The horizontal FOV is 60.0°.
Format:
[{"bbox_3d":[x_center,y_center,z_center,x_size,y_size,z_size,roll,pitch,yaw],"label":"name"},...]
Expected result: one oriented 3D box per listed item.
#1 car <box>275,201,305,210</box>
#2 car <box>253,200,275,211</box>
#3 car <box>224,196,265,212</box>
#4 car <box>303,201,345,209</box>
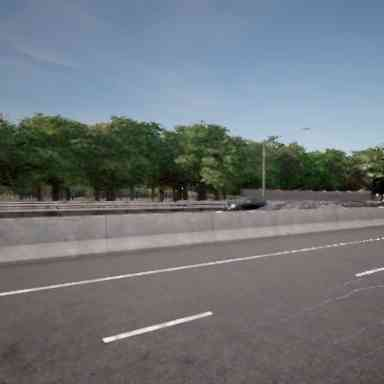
[{"bbox_3d":[10.906,1.662,33.257,4.553,1.767,2.097,1,-1,-35],"label":"car"},{"bbox_3d":[9.126,1.877,36.286,4.181,1.385,1.994,1,-1,-35],"label":"car"},{"bbox_3d":[6.349,1.524,38.608,5.566,2.045,2.150,1,-1,-35],"label":"car"},{"bbox_3d":[12.443,1.828,30.057,4.674,1.442,1.812,1,0,-35],"label":"car"}]
